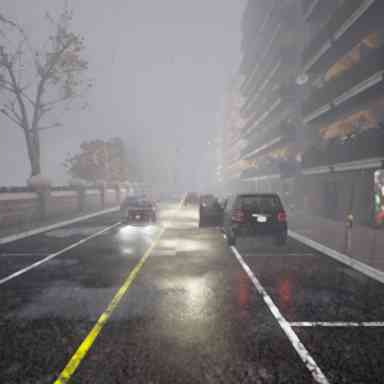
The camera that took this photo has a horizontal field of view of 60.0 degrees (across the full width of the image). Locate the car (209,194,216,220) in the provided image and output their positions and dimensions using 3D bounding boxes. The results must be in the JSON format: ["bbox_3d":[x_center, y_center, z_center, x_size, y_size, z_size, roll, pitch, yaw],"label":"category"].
[{"bbox_3d":[2.693,1.113,26.510,2.008,1.369,4.403,0,1,0],"label":"car"}]

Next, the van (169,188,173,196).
[{"bbox_3d":[-5.685,0.205,71.543,1.690,1.788,3.998,0,1,0],"label":"van"}]

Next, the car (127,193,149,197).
[{"bbox_3d":[-5.686,1.035,32.141,1.947,1.339,4.313,0,1,0],"label":"car"}]

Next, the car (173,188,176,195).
[{"bbox_3d":[-5.684,0.263,82.806,1.947,1.339,4.313,0,1,0],"label":"car"}]

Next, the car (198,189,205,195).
[{"bbox_3d":[2.697,-0.027,94.062,1.967,1.590,4.097,0,1,0],"label":"car"}]

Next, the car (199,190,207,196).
[{"bbox_3d":[2.696,0.262,82.806,1.947,1.339,4.313,0,1,0],"label":"car"}]

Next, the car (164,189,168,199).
[{"bbox_3d":[-5.686,0.432,54.653,2.192,1.841,5.009,0,1,0],"label":"car"}]

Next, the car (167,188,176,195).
[{"bbox_3d":[-5.683,-0.152,94.061,2.192,1.841,5.009,0,1,0],"label":"car"}]

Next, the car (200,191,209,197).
[{"bbox_3d":[2.695,0.446,71.546,1.802,1.307,4.206,0,1,0],"label":"car"}]

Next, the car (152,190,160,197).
[{"bbox_3d":[-5.686,0.832,43.398,1.887,1.381,4.507,0,1,0],"label":"car"}]

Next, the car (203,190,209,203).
[{"bbox_3d":[2.694,0.699,54.656,1.802,1.307,4.206,0,1,0],"label":"car"}]

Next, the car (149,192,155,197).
[{"bbox_3d":[-5.687,0.959,37.771,1.802,1.307,4.206,0,1,0],"label":"car"}]

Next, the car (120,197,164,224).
[{"bbox_3d":[-3.097,1.216,21.025,1.994,1.385,4.181,0,1,0],"label":"car"}]

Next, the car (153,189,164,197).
[{"bbox_3d":[-5.685,0.641,49.024,1.967,1.590,4.097,0,1,0],"label":"car"}]

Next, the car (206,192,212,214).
[{"bbox_3d":[2.694,1.014,32.140,1.887,1.381,4.507,0,1,0],"label":"car"}]

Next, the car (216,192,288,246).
[{"bbox_3d":[2.396,0.986,14.094,2.150,2.045,5.566,0,1,0],"label":"car"}]

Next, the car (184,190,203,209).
[{"bbox_3d":[0.060,0.821,39.850,1.882,1.535,5.008,0,1,0],"label":"car"}]
